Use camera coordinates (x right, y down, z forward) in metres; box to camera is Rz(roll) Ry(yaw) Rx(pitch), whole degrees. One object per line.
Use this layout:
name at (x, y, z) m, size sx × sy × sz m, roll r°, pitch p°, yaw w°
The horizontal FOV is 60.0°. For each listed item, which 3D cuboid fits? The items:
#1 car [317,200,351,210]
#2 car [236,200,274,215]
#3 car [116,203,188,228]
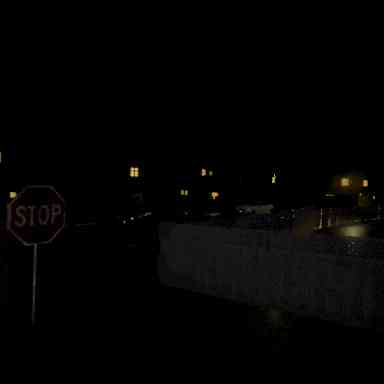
car at (18.269, 1.707, 42.630) m, size 5.357 × 1.411 × 2.033 m, roll 1°, pitch 2°, yaw -37°
car at (6.168, 1.542, 32.036) m, size 4.674 × 1.442 × 1.812 m, roll 1°, pitch 2°, yaw -44°
car at (-2.509, 1.484, 22.525) m, size 2.033 × 1.411 × 5.357 m, roll 4°, pitch 2°, yaw 39°
